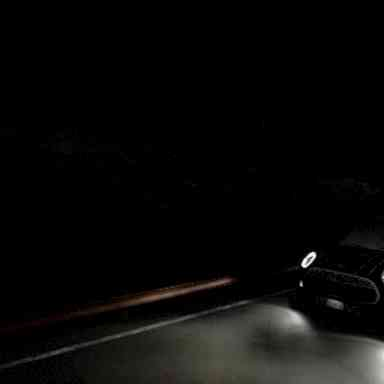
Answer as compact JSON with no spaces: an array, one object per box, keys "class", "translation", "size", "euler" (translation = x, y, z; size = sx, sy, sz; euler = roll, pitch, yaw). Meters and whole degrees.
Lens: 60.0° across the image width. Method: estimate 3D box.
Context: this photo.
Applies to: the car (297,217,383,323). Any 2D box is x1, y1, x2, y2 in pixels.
[{"class":"car","translation":[4.311,1.348,7.050],"size":[4.553,1.767,2.097],"euler":[0,0,-35]}]
